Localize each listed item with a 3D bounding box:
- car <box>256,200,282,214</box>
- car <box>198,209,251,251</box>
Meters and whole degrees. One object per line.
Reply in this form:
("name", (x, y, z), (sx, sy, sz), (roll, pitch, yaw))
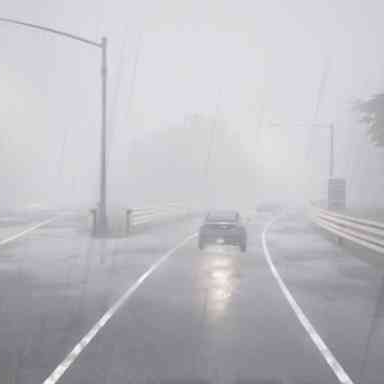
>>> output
("car", (8.371, 1.580, 35.888), (2.033, 1.411, 5.357), (0, 0, 26))
("car", (1.452, 1.516, 14.374), (1.837, 1.490, 4.892), (0, 0, 11))
